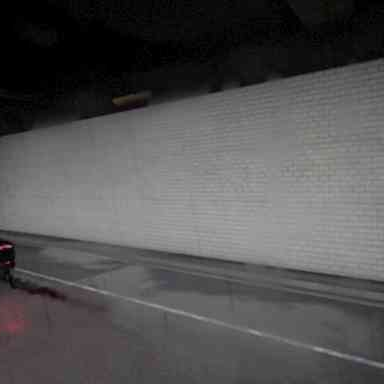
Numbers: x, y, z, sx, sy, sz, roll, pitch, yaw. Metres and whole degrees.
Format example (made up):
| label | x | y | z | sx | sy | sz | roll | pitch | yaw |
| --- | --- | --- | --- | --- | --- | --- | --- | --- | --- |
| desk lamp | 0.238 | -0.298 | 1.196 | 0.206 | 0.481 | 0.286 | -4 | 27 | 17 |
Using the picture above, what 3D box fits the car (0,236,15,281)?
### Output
| label | x | y | z | sx | sy | sz | roll | pitch | yaw |
| --- | --- | --- | --- | --- | --- | --- | --- | --- | --- |
| car | -6.495 | 1.492 | 8.626 | 4.902 | 1.511 | 2.128 | 0 | 0 | 35 |
